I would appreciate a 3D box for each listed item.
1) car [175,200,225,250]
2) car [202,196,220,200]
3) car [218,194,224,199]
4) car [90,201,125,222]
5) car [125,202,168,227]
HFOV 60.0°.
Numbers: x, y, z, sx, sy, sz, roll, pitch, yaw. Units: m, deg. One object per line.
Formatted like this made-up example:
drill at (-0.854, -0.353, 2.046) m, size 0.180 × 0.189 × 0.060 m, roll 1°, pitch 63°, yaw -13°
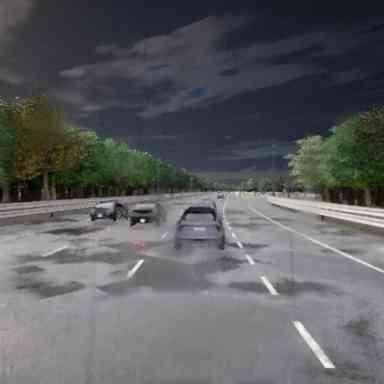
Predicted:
car at (0.339, 1.381, 14.214) m, size 2.033 × 1.649 × 4.856 m, roll 0°, pitch 0°, yaw 2°
car at (1.503, 1.438, 33.271) m, size 2.033 × 1.411 × 5.357 m, roll 0°, pitch 0°, yaw 5°
car at (7.912, 1.225, 91.511) m, size 1.812 × 1.442 × 4.674 m, roll 0°, pitch 0°, yaw 7°
car at (-6.109, 1.421, 24.909) m, size 1.812 × 1.442 × 4.674 m, roll 0°, pitch 0°, yaw 4°
car at (-2.777, 1.420, 22.105) m, size 1.837 × 1.490 × 4.892 m, roll 0°, pitch 0°, yaw 3°
